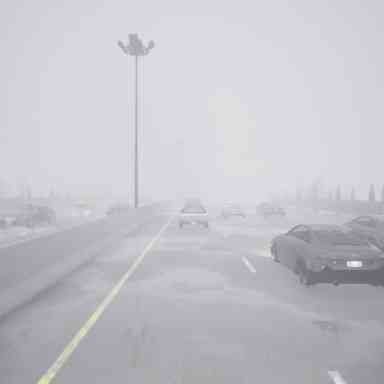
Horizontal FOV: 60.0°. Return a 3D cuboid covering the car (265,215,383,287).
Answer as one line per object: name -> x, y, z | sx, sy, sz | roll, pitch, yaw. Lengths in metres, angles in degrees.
car -> 3.602, 1.564, 9.375 | 1.994, 1.385, 4.181 | 0, 0, 0

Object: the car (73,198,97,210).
car -> -14.030, 1.480, 43.904 | 1.882, 1.535, 5.008 | 0, 0, 1

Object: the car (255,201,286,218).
car -> 7.106, 1.548, 30.468 | 2.033, 1.411, 5.357 | 0, 0, 0

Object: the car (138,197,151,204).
car -> -9.227, 1.609, 63.413 | 1.895, 1.301, 4.718 | 0, 0, 8

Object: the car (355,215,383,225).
car -> 7.102, 1.564, 12.772 | 1.994, 1.385, 4.181 | 0, 0, 0

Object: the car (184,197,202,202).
car -> 0.107, 1.354, 40.724 | 2.097, 1.767, 4.553 | 0, 0, 0

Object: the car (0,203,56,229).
car -> -10.593, 1.493, 21.715 | 2.128, 1.511, 4.902 | 0, 0, 0

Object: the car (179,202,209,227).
car -> 0.102, 1.602, 22.494 | 1.895, 1.301, 4.718 | 0, 0, 0

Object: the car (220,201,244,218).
car -> 3.592, 1.527, 30.237 | 1.812, 1.442, 4.674 | 0, 0, 0

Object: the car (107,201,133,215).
car -> -7.082, 1.566, 33.093 | 1.994, 1.385, 4.181 | 0, 0, 0
